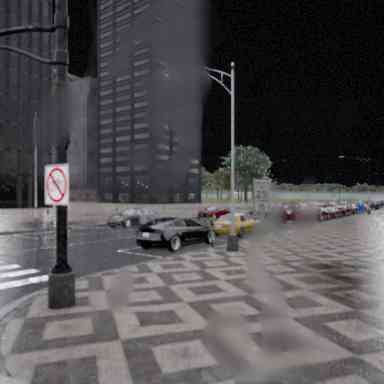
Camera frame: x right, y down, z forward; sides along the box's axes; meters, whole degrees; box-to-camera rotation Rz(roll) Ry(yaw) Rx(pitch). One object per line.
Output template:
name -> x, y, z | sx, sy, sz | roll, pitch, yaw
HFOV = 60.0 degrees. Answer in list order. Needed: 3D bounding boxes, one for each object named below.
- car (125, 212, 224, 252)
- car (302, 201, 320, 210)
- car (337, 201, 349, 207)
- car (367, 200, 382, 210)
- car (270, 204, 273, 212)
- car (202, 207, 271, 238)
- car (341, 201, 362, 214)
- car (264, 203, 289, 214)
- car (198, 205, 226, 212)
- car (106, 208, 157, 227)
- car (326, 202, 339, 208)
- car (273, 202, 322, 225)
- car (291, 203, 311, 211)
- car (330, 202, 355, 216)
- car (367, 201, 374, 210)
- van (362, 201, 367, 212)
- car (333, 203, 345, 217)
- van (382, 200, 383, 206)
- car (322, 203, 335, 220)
car -> -0.621, 1.780, 14.918 | 1.947, 1.339, 4.313 | -1, -2, 35
car -> 21.921, 2.486, 61.234 | 1.967, 1.590, 4.097 | -1, -2, 35
car -> 38.301, 3.047, 84.209 | 2.008, 1.369, 4.403 | -1, -2, 35
car -> 35.413, 2.544, 65.477 | 2.192, 1.841, 5.009 | -1, -2, 35
car -> 8.818, 2.219, 42.849 | 2.008, 1.369, 4.403 | -1, -2, 35
car -> 2.752, 1.829, 19.652 | 1.752, 1.417, 4.829 | -1, -2, 35
car -> 22.308, 2.299, 47.090 | 1.967, 1.590, 4.097 | -1, -2, 35
car -> 12.094, 2.315, 47.444 | 2.008, 1.369, 4.403 | -1, -2, 35
car -> 2.268, 2.026, 33.659 | 1.887, 1.381, 4.507 | -1, -2, 35
car -> -4.283, 1.852, 24.468 | 2.008, 1.369, 4.403 | -1, -1, 35
car -> 31.750, 2.901, 75.017 | 1.802, 1.307, 4.206 | -1, -2, 35
car -> 9.204, 1.796, 28.711 | 2.192, 1.841, 5.009 | -1, -2, 35
car -> 18.646, 2.504, 56.636 | 2.008, 1.369, 4.403 | -1, -2, 35
car -> 19.032, 2.309, 42.492 | 1.887, 1.381, 4.507 | -1, -2, 35
car -> 28.861, 2.597, 56.279 | 2.008, 1.369, 4.403 | -1, -2, 35
van -> 25.584, 2.294, 51.688 | 1.690, 1.788, 3.998 | -1, -2, 35
car -> 15.761, 2.251, 37.901 | 1.802, 1.307, 4.206 | -1, -2, 36
van -> 38.689, 2.660, 70.072 | 1.690, 1.788, 3.998 | -1, -2, 35
car -> 12.481, 2.119, 33.301 | 1.887, 1.381, 4.507 | -1, -2, 35
